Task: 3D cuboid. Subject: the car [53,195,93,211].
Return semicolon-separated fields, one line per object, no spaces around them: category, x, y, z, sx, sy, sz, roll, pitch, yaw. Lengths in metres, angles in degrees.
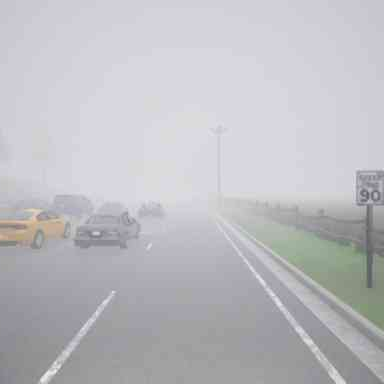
car;-10.500;1.257;29.680;2.150;2.045;5.566;0;0;0

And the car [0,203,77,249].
car;-7.000;1.484;14.650;1.882;1.535;5.008;0;0;0

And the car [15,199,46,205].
car;-14.000;1.365;29.620;2.097;1.767;4.553;0;0;0

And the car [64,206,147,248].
car;-3.500;1.562;14.650;2.033;1.411;5.357;0;0;0

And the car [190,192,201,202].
car;1.116;1.350;78.508;2.097;1.767;4.553;0;0;0

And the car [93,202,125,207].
car;-7.000;1.572;29.650;1.994;1.385;4.181;0;0;0

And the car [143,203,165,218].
car;-3.500;1.616;29.680;1.895;1.301;4.718;0;0;0
